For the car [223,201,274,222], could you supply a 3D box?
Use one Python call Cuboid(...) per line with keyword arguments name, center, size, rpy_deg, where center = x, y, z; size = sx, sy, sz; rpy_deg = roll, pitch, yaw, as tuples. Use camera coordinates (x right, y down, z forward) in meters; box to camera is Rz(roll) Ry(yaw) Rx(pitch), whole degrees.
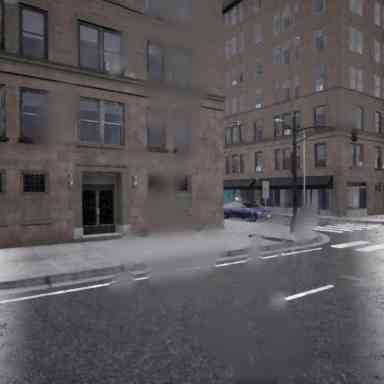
Cuboid(name="car", center=(4.076, 1.459, 25.566), size=(1.812, 1.442, 4.674), rpy_deg=(-1, 0, -37))
